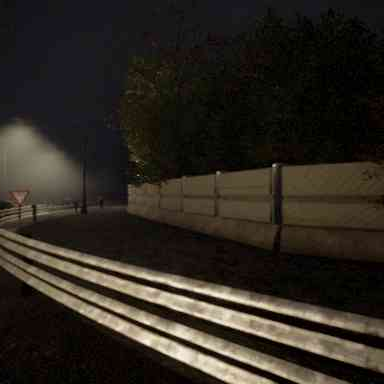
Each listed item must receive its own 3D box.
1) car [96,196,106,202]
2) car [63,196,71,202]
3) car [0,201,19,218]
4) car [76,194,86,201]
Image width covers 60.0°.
[{"bbox_3d":[-23.262,1.816,84.977,1.812,1.442,4.674,0,0,-6],"label":"car"},{"bbox_3d":[-31.511,1.797,83.661,1.882,1.535,5.008,0,0,-22],"label":"car"},{"bbox_3d":[-17.426,1.558,30.274,2.097,1.767,4.553,0,0,-7],"label":"car"},{"bbox_3d":[-28.218,1.536,84.843,2.150,2.045,5.566,0,0,-22],"label":"car"}]
